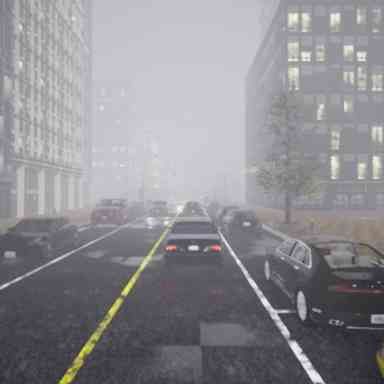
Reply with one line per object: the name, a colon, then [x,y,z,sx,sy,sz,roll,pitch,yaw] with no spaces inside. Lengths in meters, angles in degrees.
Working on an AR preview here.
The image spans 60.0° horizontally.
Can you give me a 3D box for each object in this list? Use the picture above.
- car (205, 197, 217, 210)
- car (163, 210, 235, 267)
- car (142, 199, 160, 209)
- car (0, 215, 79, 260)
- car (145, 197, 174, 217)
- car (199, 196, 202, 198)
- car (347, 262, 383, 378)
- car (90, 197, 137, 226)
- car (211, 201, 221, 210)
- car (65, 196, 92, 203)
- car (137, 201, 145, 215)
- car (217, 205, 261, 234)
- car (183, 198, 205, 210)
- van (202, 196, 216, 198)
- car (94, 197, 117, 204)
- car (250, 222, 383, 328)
car: [2.660,1.655,41.011,1.802,1.307,4.206,0,0,0]
car: [0.068,1.564,11.506,2.033,1.411,5.357,0,0,0]
car: [-5.687,1.652,46.726,1.947,1.339,4.313,0,0,0]
car: [-5.686,1.584,12.591,1.947,1.339,4.313,0,0,0]
car: [-3.100,1.560,32.634,1.837,1.490,4.892,0,0,0]
car: [2.693,1.740,91.657,1.752,1.417,4.829,0,0,0]
car: [2.668,1.527,1.357,1.752,1.417,4.829,0,0,0]
car: [-5.685,1.353,23.970,2.192,1.841,5.009,0,0,0]
car: [2.661,1.604,23.944,1.947,1.339,4.313,0,0,0]
car: [-22.959,1.595,67.498,4.829,1.417,1.752,0,-1,0]
car: [-5.687,1.606,35.348,1.887,1.381,4.507,0,0,0]
car: [2.661,1.593,18.254,1.947,1.339,4.313,0,0,0]
car: [0.090,1.580,32.379,1.812,1.442,4.674,0,0,0]
van: [2.661,1.427,46.700,1.690,1.788,3.998,0,0,0]
car: [-17.466,1.662,67.511,4.206,1.307,1.802,0,-1,0]
car: [2.663,1.560,6.877,2.008,1.369,4.403,0,0,0]
